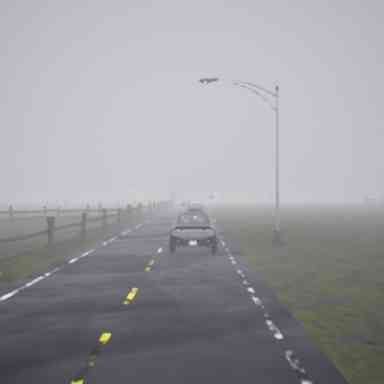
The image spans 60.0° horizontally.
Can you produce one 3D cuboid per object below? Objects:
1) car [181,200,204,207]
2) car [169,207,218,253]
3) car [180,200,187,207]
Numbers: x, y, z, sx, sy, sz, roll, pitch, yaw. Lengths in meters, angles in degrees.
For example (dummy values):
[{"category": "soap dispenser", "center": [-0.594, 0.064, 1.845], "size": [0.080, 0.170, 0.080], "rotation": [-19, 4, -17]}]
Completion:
[{"category": "car", "center": [0.327, 1.787, 29.247], "size": [1.837, 1.490, 4.892], "rotation": [0, 0, 2]}, {"category": "car", "center": [0.067, 1.629, 14.251], "size": [2.128, 1.511, 4.902], "rotation": [0, 0, 1]}, {"category": "car", "center": [-1.144, 2.142, 62.782], "size": [2.033, 1.411, 5.357], "rotation": [0, -1, 3]}]
